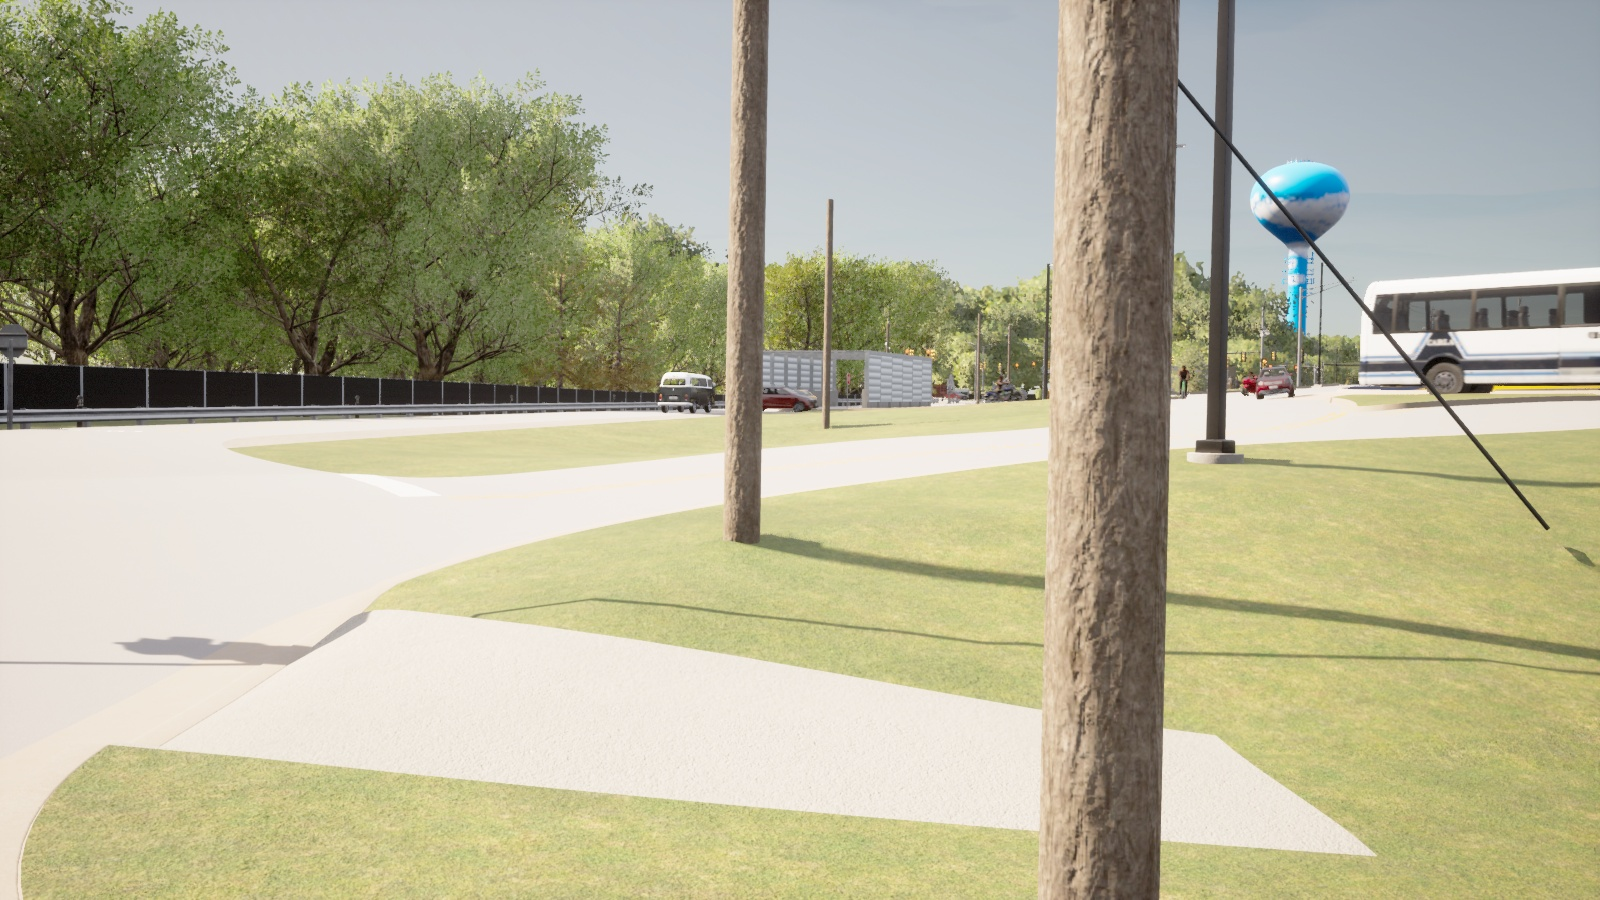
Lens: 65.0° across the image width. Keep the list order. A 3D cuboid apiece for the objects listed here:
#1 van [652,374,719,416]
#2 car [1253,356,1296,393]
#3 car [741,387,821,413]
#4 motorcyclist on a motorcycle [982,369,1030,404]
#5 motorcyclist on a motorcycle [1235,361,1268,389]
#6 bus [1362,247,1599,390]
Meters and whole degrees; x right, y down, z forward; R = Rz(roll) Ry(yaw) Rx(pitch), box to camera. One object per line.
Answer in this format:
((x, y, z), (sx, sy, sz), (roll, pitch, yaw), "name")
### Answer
((-5.810, -2.811, 64.372), (2.069, 2.038, 4.480), (0, 2, 14), "van")
((23.262, -3.713, 61.505), (1.789, 1.549, 3.705), (-6, 2, 22), "car")
((-1.089, -2.875, 71.978), (4.193, 1.474, 1.816), (1, 3, 16), "car")
((10.930, -3.371, 66.650), (2.350, 1.649, 0.766), (-3, 1, 35), "motorcyclist on a motorcycle")
((26.332, -4.382, 73.255), (2.044, 1.523, 0.797), (-7, 6, -36), "motorcyclist on a motorcycle")
((24.545, -4.188, 41.320), (3.944, 4.253, 10.273), (-2, 3, -44), "bus")
